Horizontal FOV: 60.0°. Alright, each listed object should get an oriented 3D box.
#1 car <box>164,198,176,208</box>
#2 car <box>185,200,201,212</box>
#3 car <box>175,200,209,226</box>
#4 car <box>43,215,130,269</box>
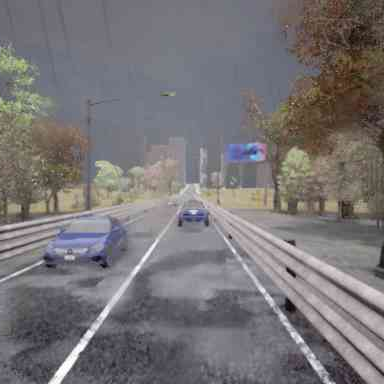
[{"bbox_3d":[-3.336,1.662,52.577,2.128,1.511,4.902,0,0,0],"label":"car"},{"bbox_3d":[0.091,1.701,42.662,1.994,1.385,4.181,0,0,0],"label":"car"},{"bbox_3d":[0.105,1.426,24.364,2.097,1.767,4.553,0,0,0],"label":"car"},{"bbox_3d":[-3.346,1.554,11.438,1.812,1.442,4.674,0,0,0],"label":"car"}]
